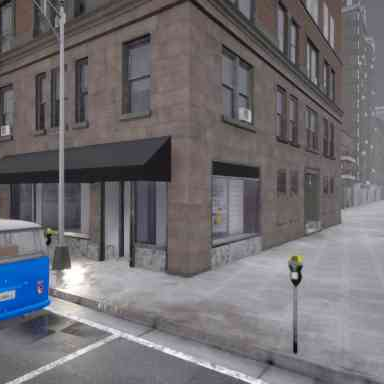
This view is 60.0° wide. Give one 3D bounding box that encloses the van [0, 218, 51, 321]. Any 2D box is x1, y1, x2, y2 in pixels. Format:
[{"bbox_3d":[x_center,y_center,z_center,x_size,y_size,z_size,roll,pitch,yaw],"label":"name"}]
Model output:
[{"bbox_3d":[-4.324,1.340,6.105,3.998,1.788,1.690,0,0,35],"label":"van"}]
